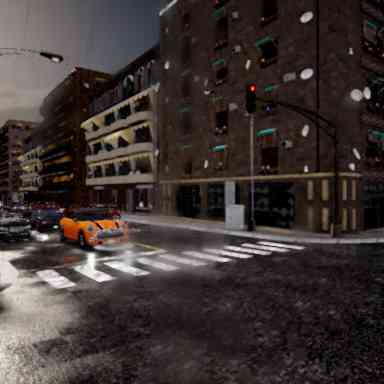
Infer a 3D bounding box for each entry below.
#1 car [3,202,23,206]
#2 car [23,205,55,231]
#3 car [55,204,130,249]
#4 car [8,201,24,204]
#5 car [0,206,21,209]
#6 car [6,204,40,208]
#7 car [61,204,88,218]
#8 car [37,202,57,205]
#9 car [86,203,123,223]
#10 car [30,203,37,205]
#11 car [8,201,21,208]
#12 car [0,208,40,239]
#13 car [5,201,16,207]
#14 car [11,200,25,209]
[{"bbox_3d":[-22.110,2.244,40.078,1.994,1.385,4.181,0,-1,-36],"label":"car"},{"bbox_3d":[-10.445,1.937,23.914,2.033,1.411,5.357,0,-1,-36],"label":"car"},{"bbox_3d":[-4.832,1.603,16.222,2.097,1.767,4.553,0,-1,-37],"label":"car"},{"bbox_3d":[-28.740,2.424,54.618,1.812,1.442,4.674,0,-1,-36],"label":"car"},{"bbox_3d":[-13.897,1.980,24.017,2.008,1.369,4.403,-1,0,-36],"label":"car"},{"bbox_3d":[-16.229,2.134,31.905,1.895,1.301,4.718,0,-1,-36],"label":"car"},{"bbox_3d":[-13.475,2.144,38.076,1.802,1.307,4.206,-1,0,-36],"label":"car"},{"bbox_3d":[-20.071,2.165,47.053,1.967,1.590,4.097,-1,0,-36],"label":"car"},{"bbox_3d":[-8.214,1.872,30.895,1.967,1.590,4.097,-1,0,-36],"label":"car"},{"bbox_3d":[-26.606,2.470,56.070,1.802,1.307,4.206,-1,0,-36],"label":"car"},{"bbox_3d":[-39.674,2.781,74.111,1.947,1.339,4.313,-1,0,-36],"label":"car"},{"bbox_3d":[-10.629,1.899,19.506,2.008,1.369,4.403,-1,0,-36],"label":"car"},{"bbox_3d":[-42.941,2.842,78.622,1.887,1.381,4.507,-1,0,-36],"label":"car"},{"bbox_3d":[-36.410,2.574,69.601,1.967,1.590,4.097,-1,0,-36],"label":"car"}]
